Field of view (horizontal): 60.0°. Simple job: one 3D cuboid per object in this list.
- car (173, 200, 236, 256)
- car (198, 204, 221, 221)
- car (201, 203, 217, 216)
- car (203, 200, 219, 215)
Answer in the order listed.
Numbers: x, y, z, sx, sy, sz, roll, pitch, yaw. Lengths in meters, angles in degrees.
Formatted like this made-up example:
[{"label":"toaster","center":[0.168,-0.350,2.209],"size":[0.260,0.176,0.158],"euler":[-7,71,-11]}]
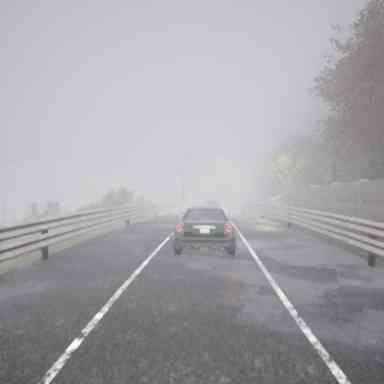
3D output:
[{"label":"car","center":[0.520,1.276,12.899],"size":[2.097,1.767,4.553],"euler":[0,0,3]},{"label":"car","center":[1.536,1.746,29.133],"size":[1.895,1.301,4.718],"euler":[0,-2,3]},{"label":"car","center":[2.134,2.080,40.179],"size":[1.837,1.490,4.892],"euler":[0,-3,4]},{"label":"car","center":[2.833,2.263,48.445],"size":[2.150,2.045,5.566],"euler":[0,-3,6]}]
